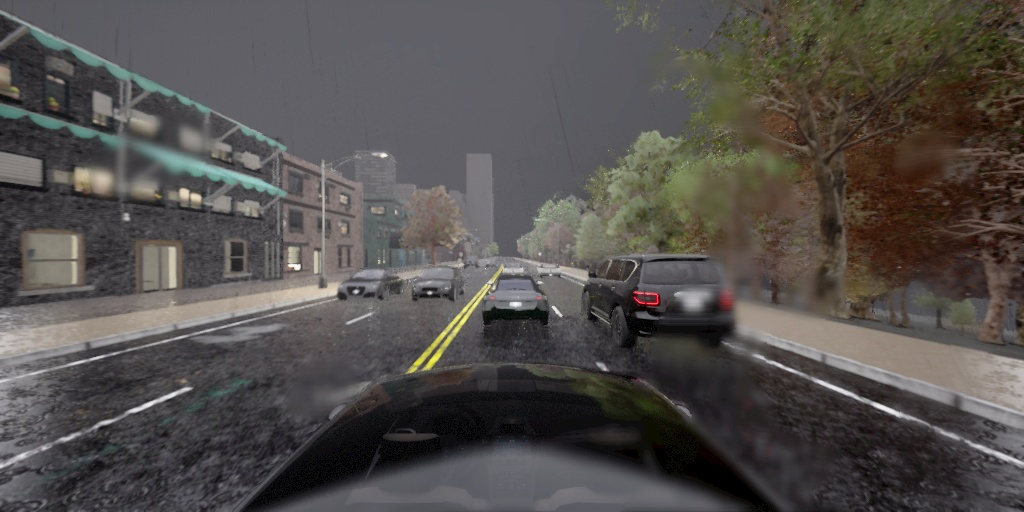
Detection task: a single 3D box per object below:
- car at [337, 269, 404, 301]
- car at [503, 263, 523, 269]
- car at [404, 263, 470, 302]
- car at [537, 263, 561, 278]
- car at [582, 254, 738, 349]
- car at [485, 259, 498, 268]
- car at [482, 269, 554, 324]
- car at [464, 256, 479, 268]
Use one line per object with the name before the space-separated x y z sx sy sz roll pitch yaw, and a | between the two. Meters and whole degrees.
car | -6.596 1.312 17.148 1.994 1.385 4.181 0 0 0
car | 0.108 1.345 33.326 1.895 1.301 4.718 0 0 0
car | -3.346 1.253 17.002 1.837 1.490 4.892 0 0 0
car | 3.357 1.345 33.294 1.895 1.301 4.718 0 0 0
car | 3.351 0.970 9.307 2.150 2.045 5.566 0 0 0
car | -3.464 1.244 60.047 1.837 1.490 4.892 0 0 0
car | 0.103 1.312 11.977 1.994 1.385 4.181 0 0 0
car | -6.709 0.963 59.922 2.150 2.045 5.566 0 0 0
